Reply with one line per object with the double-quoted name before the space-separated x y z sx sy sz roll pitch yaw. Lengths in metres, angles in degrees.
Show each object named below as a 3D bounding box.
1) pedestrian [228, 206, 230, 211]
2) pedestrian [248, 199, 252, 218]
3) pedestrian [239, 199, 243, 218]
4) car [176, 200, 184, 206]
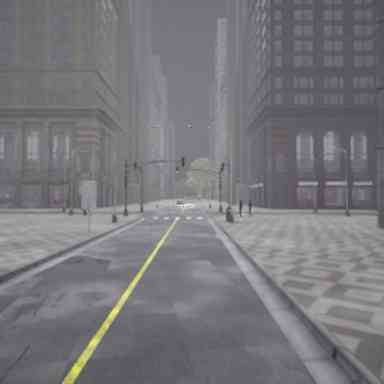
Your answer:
"pedestrian" 3.651 1.937 33.086 0.500 1.100 0.500 0 -1 0
"pedestrian" 5.651 1.557 32.491 0.375 1.860 0.375 0 -1 0
"pedestrian" 4.651 1.545 31.891 0.375 1.860 0.375 0 -1 0
"car" -2.959 2.599 82.377 2.033 1.411 5.357 0 -1 0
